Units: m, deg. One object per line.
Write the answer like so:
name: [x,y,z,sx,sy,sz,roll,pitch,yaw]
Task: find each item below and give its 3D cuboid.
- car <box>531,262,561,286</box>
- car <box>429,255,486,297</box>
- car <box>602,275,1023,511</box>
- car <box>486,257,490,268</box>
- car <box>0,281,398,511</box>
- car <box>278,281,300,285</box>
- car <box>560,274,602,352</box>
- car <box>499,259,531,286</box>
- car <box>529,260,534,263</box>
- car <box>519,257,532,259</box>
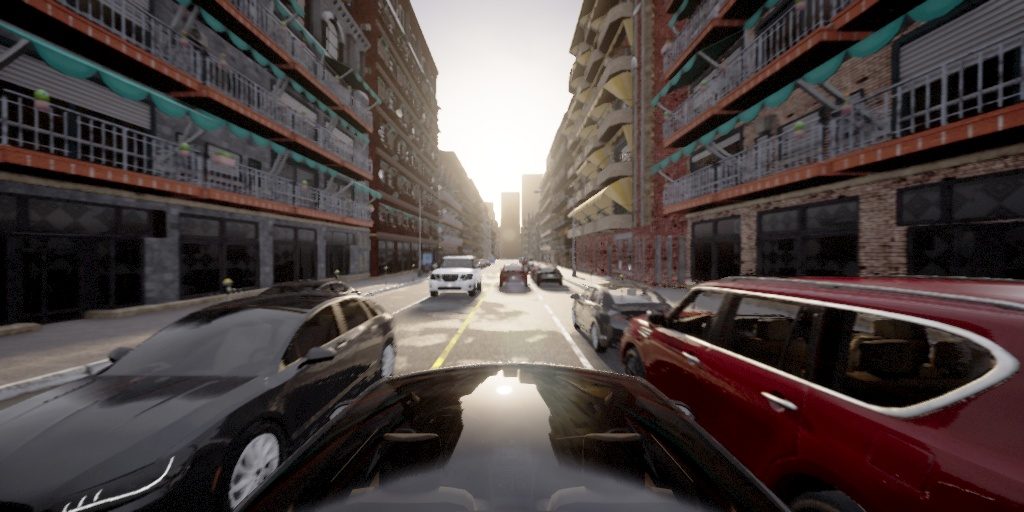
car: [2.541,1.334,25.707,1.948,1.339,4.313,0,0,0]
car: [-2.842,0.985,19.179,2.150,2.045,5.566,0,0,0]
car: [2.533,1.065,3.050,2.192,1.841,5.009,0,0,0]
car: [-5.295,1.245,59.930,1.967,1.591,4.097,0,0,0]
car: [-2.837,1.256,4.207,1.837,1.490,4.892,0,0,0]
car: [-5.313,1.321,9.070,1.948,1.339,4.313,0,0,0]
car: [2.535,1.305,8.714,2.007,1.370,4.403,0,0,0]
car: [0.100,1.246,25.498,1.882,1.535,5.008,0,0,0]
car: [2.543,1.319,31.371,1.888,1.381,4.507,0,0,0]
car: [2.575,1.119,59.693,2.192,1.841,5.009,0,0,0]
